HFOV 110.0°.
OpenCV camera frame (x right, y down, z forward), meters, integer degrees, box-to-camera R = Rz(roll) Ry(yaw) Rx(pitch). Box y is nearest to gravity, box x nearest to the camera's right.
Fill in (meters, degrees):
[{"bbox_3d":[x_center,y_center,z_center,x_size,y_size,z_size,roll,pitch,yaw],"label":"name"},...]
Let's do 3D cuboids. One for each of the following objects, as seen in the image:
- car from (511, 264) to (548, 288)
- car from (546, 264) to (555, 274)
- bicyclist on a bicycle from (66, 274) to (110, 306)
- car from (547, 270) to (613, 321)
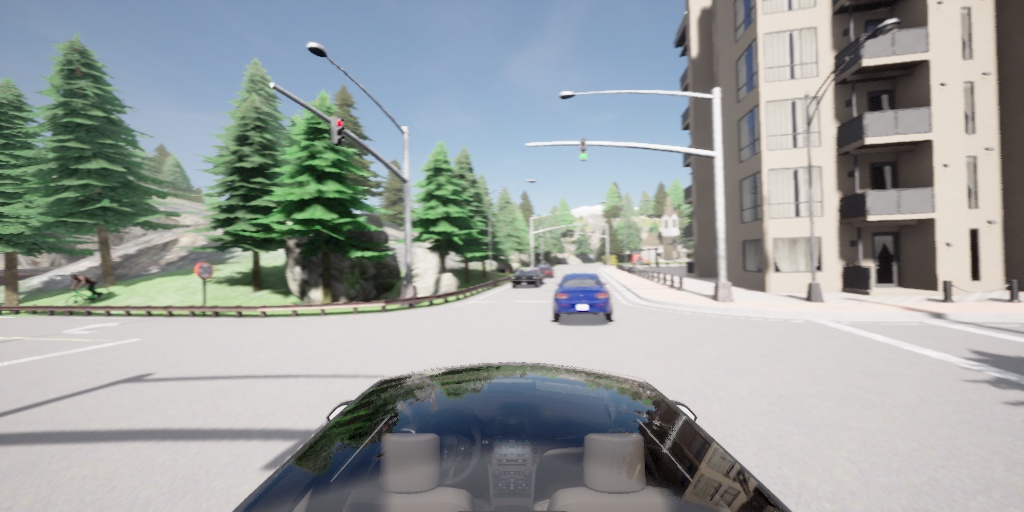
[{"bbox_3d":[1.206,1.507,25.660,1.895,1.301,4.718,-2,0,11],"label":"car"},{"bbox_3d":[3.144,1.483,35.446,1.994,1.385,4.181,-2,0,11],"label":"car"},{"bbox_3d":[-20.559,1.594,17.256,0.582,1.620,1.656,2,19,11],"label":"bicyclist on a bicycle"},{"bbox_3d":[2.399,1.292,12.394,1.812,1.442,4.674,-2,-1,10],"label":"car"}]
